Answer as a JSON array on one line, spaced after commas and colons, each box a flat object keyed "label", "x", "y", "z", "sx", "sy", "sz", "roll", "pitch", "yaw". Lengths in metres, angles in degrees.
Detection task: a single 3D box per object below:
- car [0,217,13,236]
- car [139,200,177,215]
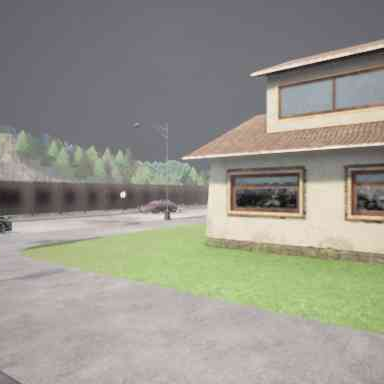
[{"label": "car", "x": -11.383, "y": 1.563, "z": 16.701, "sx": 1.994, "sy": 1.385, "sz": 4.181, "roll": 0, "pitch": 0, "yaw": 36}, {"label": "car", "x": -3.478, "y": 1.523, "z": 34.798, "sx": 1.812, "sy": 1.442, "sz": 4.674, "roll": 0, "pitch": 0, "yaw": 35}]
